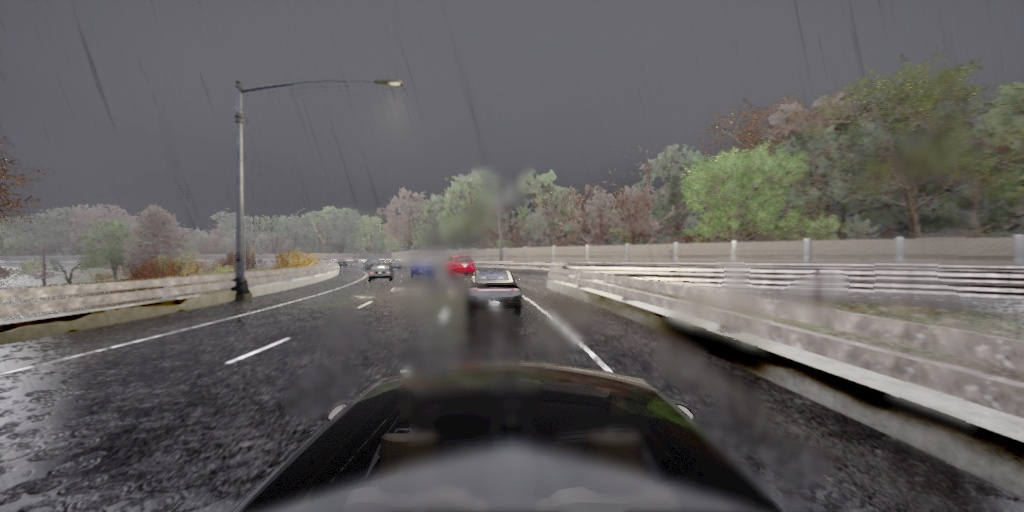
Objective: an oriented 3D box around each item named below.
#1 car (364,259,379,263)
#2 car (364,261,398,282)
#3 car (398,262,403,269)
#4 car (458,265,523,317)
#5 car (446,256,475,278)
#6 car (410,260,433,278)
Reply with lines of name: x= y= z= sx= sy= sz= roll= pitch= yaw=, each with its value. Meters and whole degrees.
car: x=-20.786 y=1.220 z=53.431 sx=2.097 sy=1.767 sz=4.553 roll=0 pitch=0 yaw=-29
car: x=-11.056 y=1.361 z=30.475 sx=2.033 sy=1.411 sz=5.357 roll=0 pitch=0 yaw=-17
car: x=-18.529 y=1.420 z=56.570 sx=1.994 sy=1.385 sz=4.181 roll=0 pitch=0 yaw=-30
car: x=-0.739 y=1.255 z=13.237 sx=2.128 sy=1.511 sz=4.902 roll=0 pitch=0 yaw=-6
car: x=-5.013 y=1.002 z=34.625 sx=2.150 sy=2.045 sz=5.566 roll=0 pitch=0 yaw=-17
car: x=-8.679 y=1.278 z=34.485 sx=1.882 sy=1.535 sz=5.008 roll=0 pitch=0 yaw=-17
